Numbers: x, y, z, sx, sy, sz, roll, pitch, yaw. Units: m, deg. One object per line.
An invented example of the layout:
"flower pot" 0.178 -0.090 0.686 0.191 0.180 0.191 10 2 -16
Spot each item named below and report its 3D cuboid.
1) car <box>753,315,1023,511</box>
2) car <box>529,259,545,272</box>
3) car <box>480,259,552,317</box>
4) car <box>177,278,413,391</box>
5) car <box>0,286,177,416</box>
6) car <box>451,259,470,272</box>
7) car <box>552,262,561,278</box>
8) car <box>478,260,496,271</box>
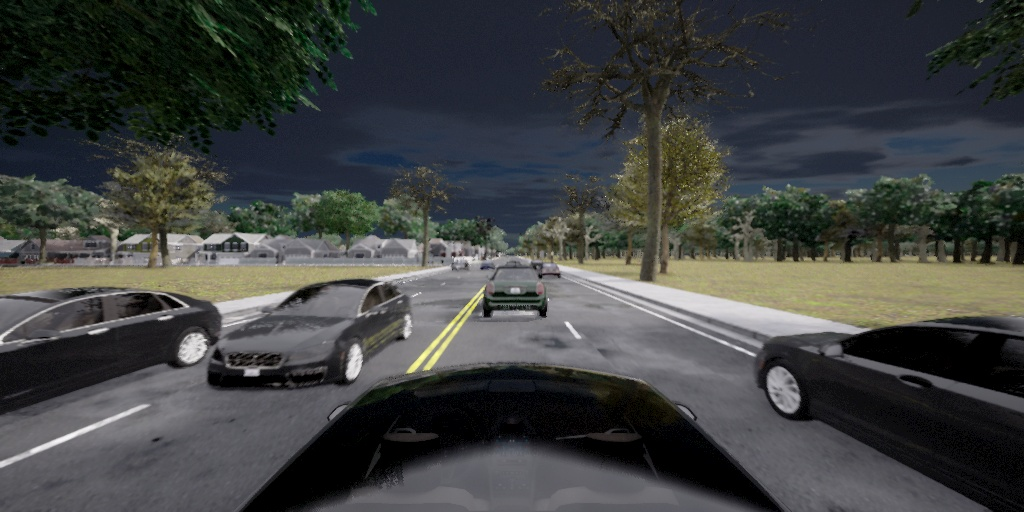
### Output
"car" 4.223 1.256 2.942 1.837 1.490 4.892 0 0 0
"car" 3.300 1.189 47.890 1.882 1.535 5.008 0 0 0
"car" 0.104 1.089 13.320 2.097 1.767 4.553 0 0 0
"car" -3.351 1.247 7.046 1.837 1.490 4.892 0 0 0
"car" -6.601 1.247 5.025 1.837 1.490 4.892 0 0 0
"car" -6.567 1.198 46.115 2.128 1.511 4.902 0 0 0
"car" 3.343 1.271 33.051 2.033 1.411 5.357 0 0 0
"car" -3.311 1.254 48.973 2.033 1.411 5.357 0 0 0
